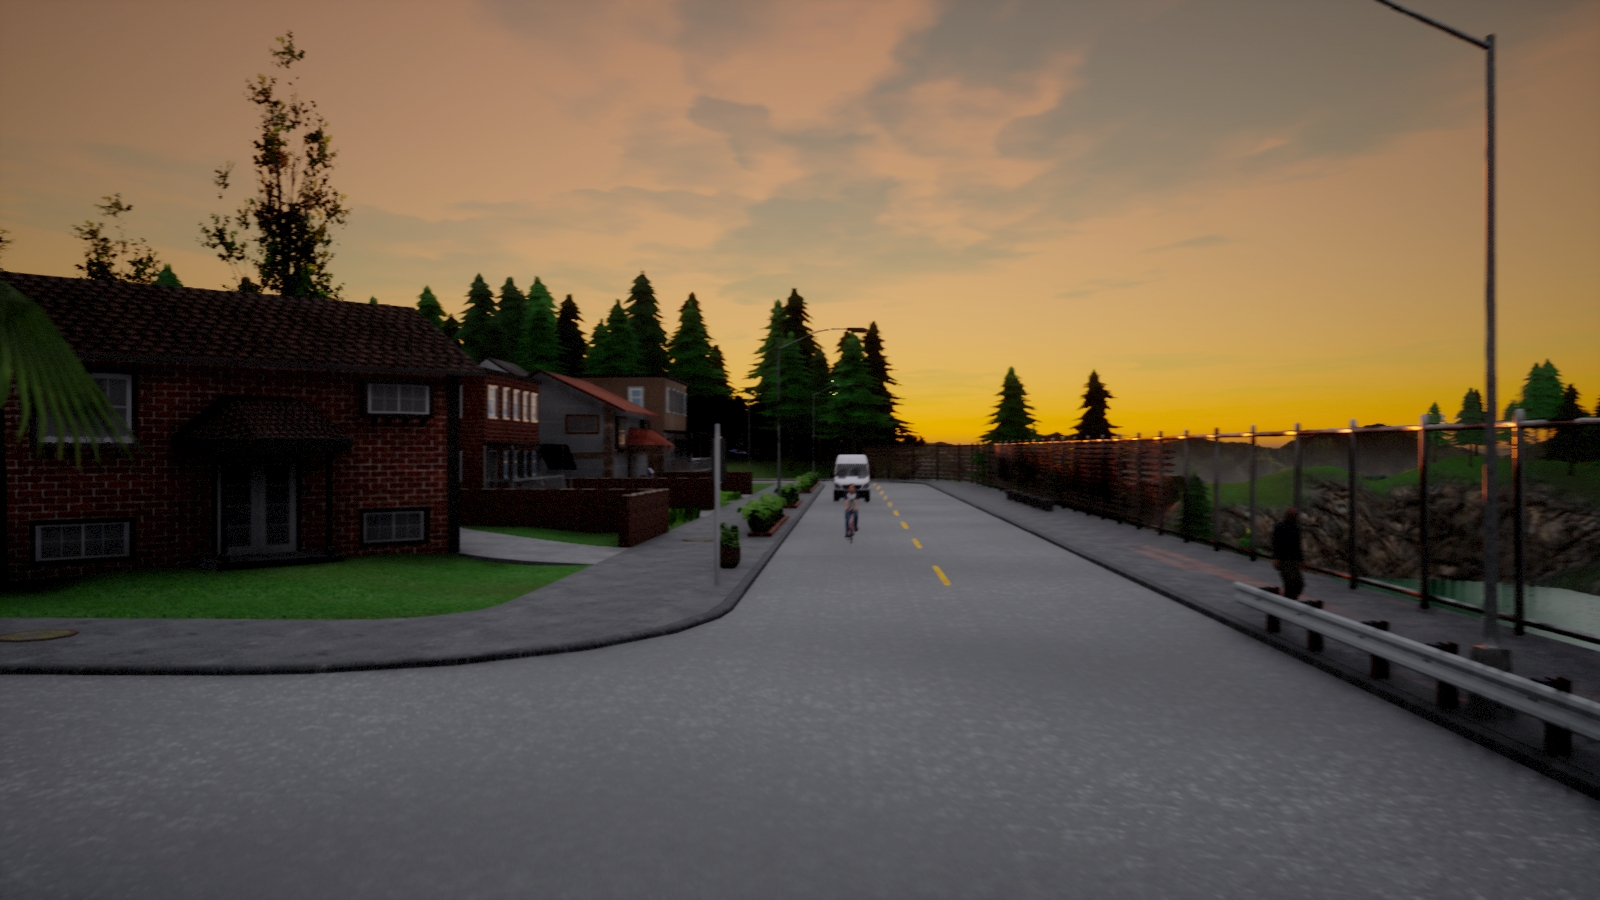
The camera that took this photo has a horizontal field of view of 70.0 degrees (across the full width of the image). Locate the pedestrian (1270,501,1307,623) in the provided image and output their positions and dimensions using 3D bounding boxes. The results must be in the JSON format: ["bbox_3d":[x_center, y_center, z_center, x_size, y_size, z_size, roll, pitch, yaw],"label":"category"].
[{"bbox_3d":[7.645,1.739,17.897,0.375,1.860,0.375,0,0,-24],"label":"pedestrian"}]

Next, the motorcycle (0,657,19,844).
[{"bbox_3d":[-6.904,2.160,8.046,2.356,1.307,0.764,0,0,5],"label":"motorcycle"}]

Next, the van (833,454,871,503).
[{"bbox_3d":[2.877,1.532,63.401,1.988,2.561,5.915,0,0,3],"label":"van"}]
